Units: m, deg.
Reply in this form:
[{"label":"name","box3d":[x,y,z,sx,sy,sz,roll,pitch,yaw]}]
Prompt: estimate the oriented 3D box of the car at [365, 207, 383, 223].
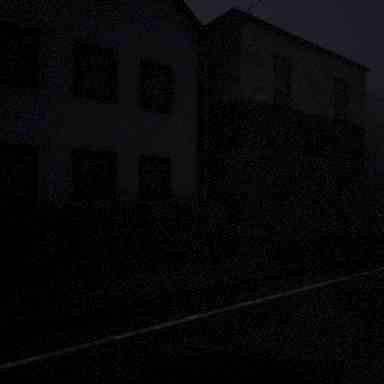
[{"label":"car","box3d":[14.520,1.980,29.750,2.033,1.411,5.357,1,0,-35]}]
